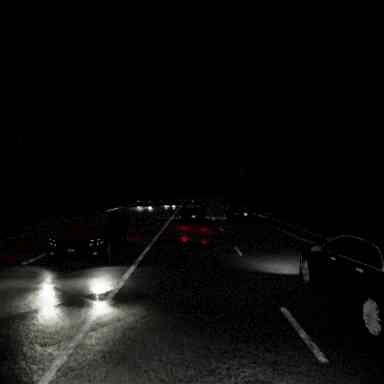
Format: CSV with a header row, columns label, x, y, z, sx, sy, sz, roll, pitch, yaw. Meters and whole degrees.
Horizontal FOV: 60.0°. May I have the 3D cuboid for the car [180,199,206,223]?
label,x,y,z,sx,sy,sz,roll,pitch,yaw
car,0.104,1.509,25.293,1.812,1.442,4.674,0,0,0

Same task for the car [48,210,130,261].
label,x,y,z,sx,sy,sz,roll,pitch,yaw
car,-3.600,1.469,12.392,1.882,1.535,5.008,0,0,0

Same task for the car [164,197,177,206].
label,x,y,z,sx,sy,sz,roll,pitch,yaw
car,-3.538,1.509,55.635,2.033,1.411,5.357,0,0,1

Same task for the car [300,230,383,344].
label,x,y,z,sx,sy,sz,roll,pitch,yaw
car,3.601,1.500,6.371,1.837,1.490,4.892,0,0,0

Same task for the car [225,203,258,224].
label,x,y,z,sx,sy,sz,roll,pitch,yaw
car,3.600,1.530,24.754,2.033,1.411,5.357,0,0,0

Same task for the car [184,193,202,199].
label,x,y,z,sx,sy,sz,roll,pitch,yaw
car,0.102,1.192,43.014,2.150,2.045,5.566,0,0,0

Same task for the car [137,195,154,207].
label,x,y,z,sx,sy,sz,roll,pitch,yaw
car,-7.062,1.318,51.032,2.097,1.767,4.553,0,0,0
